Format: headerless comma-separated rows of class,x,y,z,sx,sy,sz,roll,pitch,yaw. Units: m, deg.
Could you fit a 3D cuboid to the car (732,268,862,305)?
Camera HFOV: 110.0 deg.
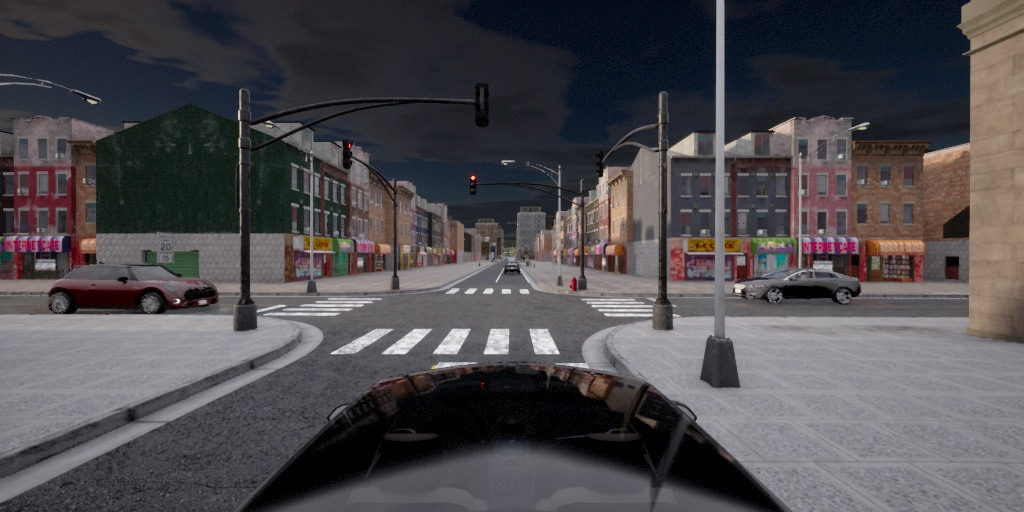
car,12.445,1.277,15.841,4.902,1.511,2.128,0,0,0

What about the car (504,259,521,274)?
car,0.011,1.313,40.659,1.948,1.339,4.313,0,0,0

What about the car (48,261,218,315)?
car,-13.341,1.068,12.865,4.553,1.767,2.097,0,0,0
